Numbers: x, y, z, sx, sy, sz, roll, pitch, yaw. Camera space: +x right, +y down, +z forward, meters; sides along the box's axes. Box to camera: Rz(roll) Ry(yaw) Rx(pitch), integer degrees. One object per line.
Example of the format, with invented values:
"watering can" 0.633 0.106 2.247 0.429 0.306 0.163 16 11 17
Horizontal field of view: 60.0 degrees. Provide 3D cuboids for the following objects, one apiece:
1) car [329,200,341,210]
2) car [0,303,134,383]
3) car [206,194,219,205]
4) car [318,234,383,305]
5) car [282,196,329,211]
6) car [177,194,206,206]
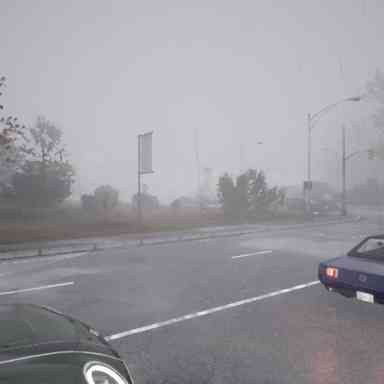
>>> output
"car" 14.419 1.245 37.937 2.128 1.511 4.902 -1 0 -39
"car" -2.567 1.352 1.893 4.553 1.767 2.097 0 0 -36
"car" 2.308 1.115 53.095 2.097 1.767 4.553 -1 0 -39
"car" 4.906 1.573 7.229 4.718 1.301 1.895 0 0 -35
"car" 11.698 1.289 35.704 1.837 1.490 4.892 -1 0 -38
"car" -0.568 1.299 51.089 1.837 1.490 4.892 -1 0 -39
